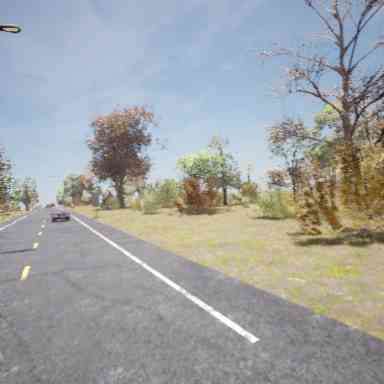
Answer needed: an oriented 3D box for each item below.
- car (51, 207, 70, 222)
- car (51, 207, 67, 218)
[{"bbox_3d":[-14.873,2.573,37.719,2.033,1.411,5.357,-4,0,-23],"label":"car"},{"bbox_3d":[-18.910,2.889,47.336,1.994,1.385,4.181,-4,0,-23],"label":"car"}]
